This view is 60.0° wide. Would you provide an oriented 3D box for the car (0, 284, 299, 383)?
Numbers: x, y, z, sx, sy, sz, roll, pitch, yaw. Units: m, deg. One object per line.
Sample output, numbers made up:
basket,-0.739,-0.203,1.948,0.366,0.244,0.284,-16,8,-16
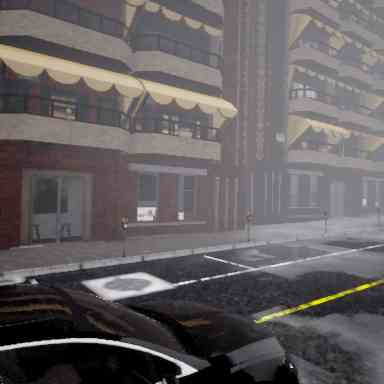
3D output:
car,-1.259,1.506,2.382,4.892,1.490,1.837,0,0,-36
